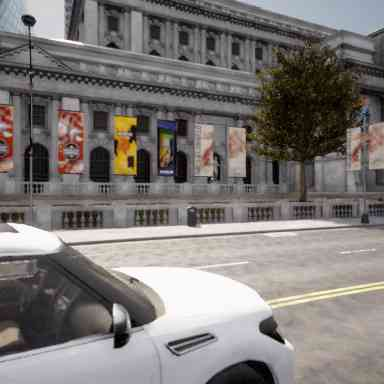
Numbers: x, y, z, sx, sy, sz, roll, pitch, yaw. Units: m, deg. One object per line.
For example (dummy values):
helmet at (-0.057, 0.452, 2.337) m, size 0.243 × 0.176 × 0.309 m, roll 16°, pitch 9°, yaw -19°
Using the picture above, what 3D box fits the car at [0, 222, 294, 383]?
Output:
car at (-1.724, 1.219, 2.374) m, size 5.566 × 2.045 × 2.150 m, roll 0°, pitch 0°, yaw -34°
